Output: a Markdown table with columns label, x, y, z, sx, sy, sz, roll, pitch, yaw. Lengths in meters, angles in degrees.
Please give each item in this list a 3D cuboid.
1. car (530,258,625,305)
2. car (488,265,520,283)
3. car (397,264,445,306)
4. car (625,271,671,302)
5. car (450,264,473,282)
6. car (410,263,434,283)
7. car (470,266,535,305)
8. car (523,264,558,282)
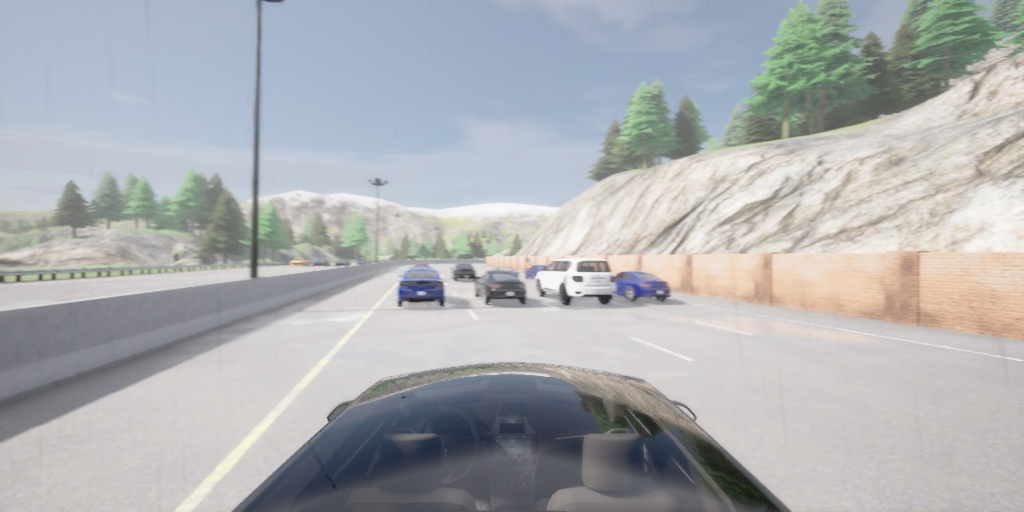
| label | x | y | z | sx | sy | sz | roll | pitch | yaw |
| --- | --- | --- | --- | --- | --- | --- | --- | --- | --- |
| car | 2.867 | 1.117 | 17.298 | 2.150 | 2.045 | 5.566 | 1 | 0 | -14 |
| car | -0.800 | 1.550 | 31.935 | 1.895 | 1.301 | 4.718 | 1 | 0 | -14 |
| car | -4.035 | 1.269 | 16.048 | 1.882 | 1.535 | 5.008 | 1 | 0 | -14 |
| car | 6.174 | 1.483 | 18.496 | 1.812 | 1.442 | 4.674 | 1 | 0 | -14 |
| car | -4.240 | 1.402 | 31.280 | 1.837 | 1.490 | 4.892 | 1 | 0 | -14 |
| car | -7.652 | 1.365 | 30.503 | 1.812 | 1.442 | 4.674 | 1 | 0 | -14 |
| car | -0.618 | 1.372 | 16.808 | 1.812 | 1.442 | 4.674 | 1 | 0 | -14 |
| car | 2.531 | 1.531 | 33.057 | 1.812 | 1.442 | 4.674 | 1 | 0 | -14 |
